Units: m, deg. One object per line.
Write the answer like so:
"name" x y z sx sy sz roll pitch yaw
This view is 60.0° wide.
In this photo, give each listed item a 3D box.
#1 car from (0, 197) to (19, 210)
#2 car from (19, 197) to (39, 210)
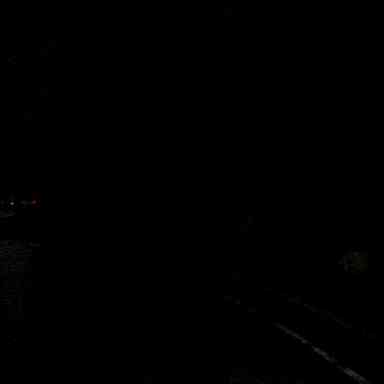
"car" -29.242 1.816 54.050 2.150 2.045 5.566 -1 0 -12
"car" -25.490 1.742 53.537 2.150 2.045 5.566 -1 0 -12
